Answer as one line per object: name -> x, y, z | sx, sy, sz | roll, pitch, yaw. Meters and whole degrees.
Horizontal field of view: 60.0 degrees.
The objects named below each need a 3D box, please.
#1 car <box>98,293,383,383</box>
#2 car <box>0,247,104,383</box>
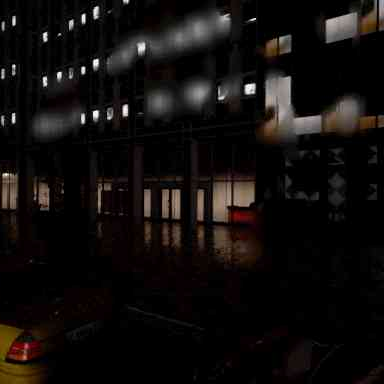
car -> 1.678, 1.440, 1.663 | 4.097, 1.590, 1.967 | 0, 1, 36
car -> -3.080, 1.526, 5.072 | 4.829, 1.417, 1.752 | 0, 1, 36
